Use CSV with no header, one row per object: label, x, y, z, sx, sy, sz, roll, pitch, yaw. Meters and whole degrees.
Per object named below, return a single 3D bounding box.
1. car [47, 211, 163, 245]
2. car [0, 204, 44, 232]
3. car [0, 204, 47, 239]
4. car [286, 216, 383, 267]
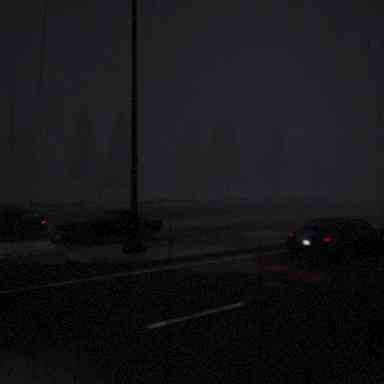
car,-3.812,1.548,15.262,4.718,1.301,1.895,0,0,-34
car,-11.080,1.449,18.878,4.674,1.442,1.812,0,0,-32
car,-9.684,1.483,15.600,5.357,1.411,2.033,0,0,-32
car,5.193,1.538,11.413,4.181,1.385,1.994,0,0,-34
